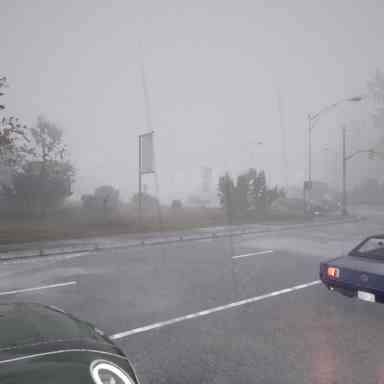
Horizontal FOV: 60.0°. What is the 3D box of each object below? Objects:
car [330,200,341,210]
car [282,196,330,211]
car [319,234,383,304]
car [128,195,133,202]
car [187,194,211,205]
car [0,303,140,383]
[{"bbox_3d":[14.461,1.247,37.959,2.128,1.511,4.902,-1,0,-39],"label":"car"},{"bbox_3d":[11.740,1.290,35.726,1.837,1.490,4.892,-1,0,-38],"label":"car"},{"bbox_3d":[4.942,1.573,7.254,4.718,1.301,1.895,0,0,-35],"label":"car"},{"bbox_3d":[-10.442,1.357,63.687,1.837,1.490,4.892,-1,0,-38],"label":"car"},{"bbox_3d":[1.136,1.117,54.647,2.097,1.767,4.553,-1,0,-38],"label":"car"},{"bbox_3d":[-2.531,1.352,1.918,4.553,1.767,2.097,0,0,-36],"label":"car"}]
